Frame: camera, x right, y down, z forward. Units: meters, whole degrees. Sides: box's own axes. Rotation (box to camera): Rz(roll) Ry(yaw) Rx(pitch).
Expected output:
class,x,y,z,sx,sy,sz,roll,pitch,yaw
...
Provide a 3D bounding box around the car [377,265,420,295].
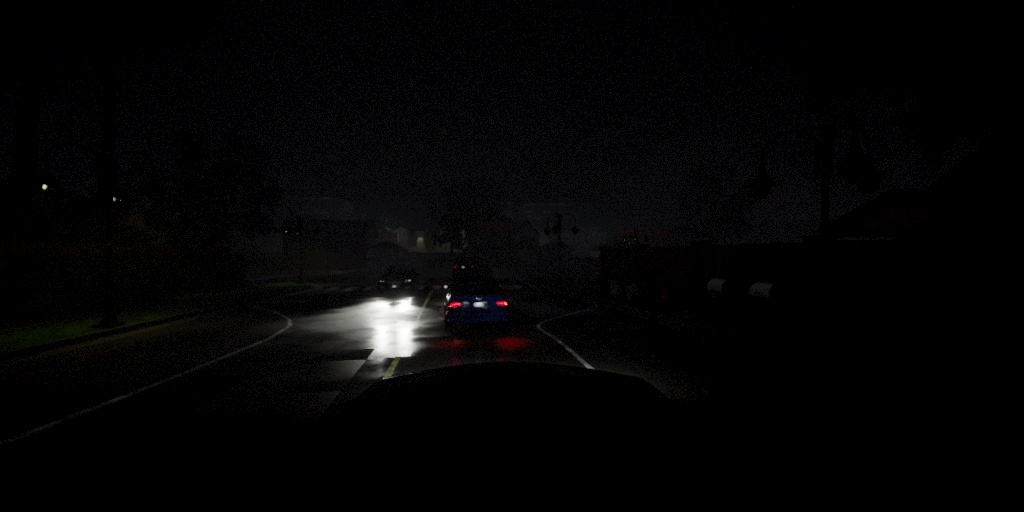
class,x,y,z,sx,sy,sz,roll,pitch,yaw
car,-6.343,1.270,20.433,2.128,1.511,4.902,0,0,-10

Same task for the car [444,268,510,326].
class,x,y,z,sx,sy,sz,roll,pitch,yaw
car,-1.239,1.300,11.729,2.033,1.411,5.357,0,0,-9

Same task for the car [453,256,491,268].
class,x,y,z,sx,sy,sz,roll,pitch,yaw
car,-3.429,0.991,31.658,2.150,2.045,5.566,-1,0,11
